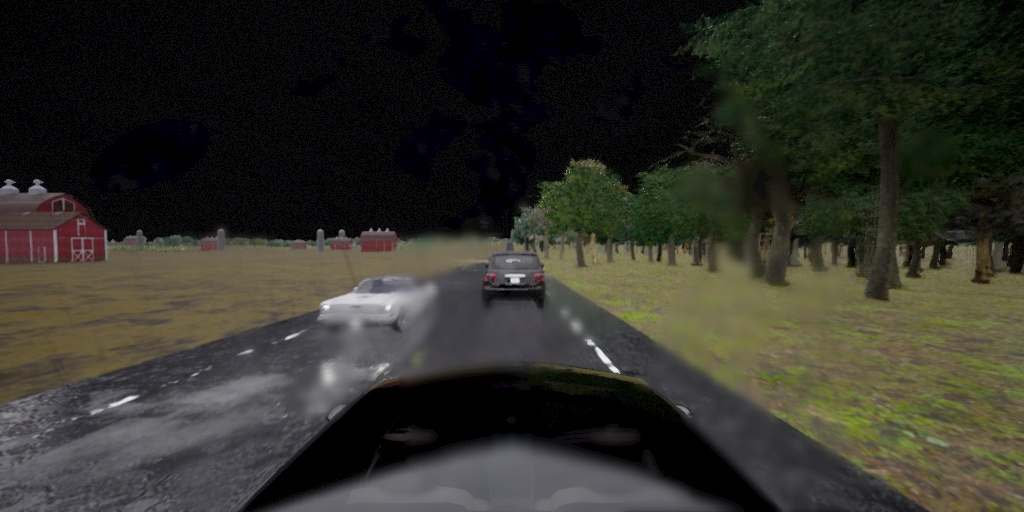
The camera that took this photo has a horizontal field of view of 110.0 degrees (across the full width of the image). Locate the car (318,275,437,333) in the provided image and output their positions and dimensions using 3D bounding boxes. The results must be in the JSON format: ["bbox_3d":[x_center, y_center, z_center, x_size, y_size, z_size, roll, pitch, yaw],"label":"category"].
[{"bbox_3d":[-3.593,1.249,10.476,1.895,1.301,4.718,0,1,0],"label":"car"}]

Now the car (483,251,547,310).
[{"bbox_3d":[0.096,0.826,13.936,2.150,2.045,5.566,0,1,0],"label":"car"}]
